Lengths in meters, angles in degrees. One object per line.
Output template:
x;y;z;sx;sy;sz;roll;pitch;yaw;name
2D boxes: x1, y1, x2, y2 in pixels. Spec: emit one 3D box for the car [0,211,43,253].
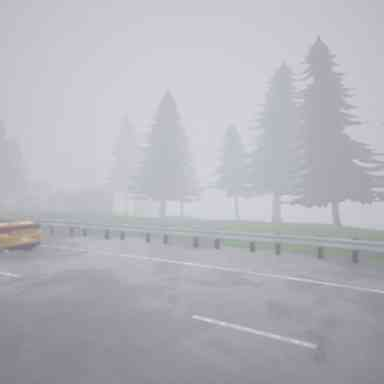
-7.677;1.392;12.085;5.008;1.535;1.882;0;0;27;car
